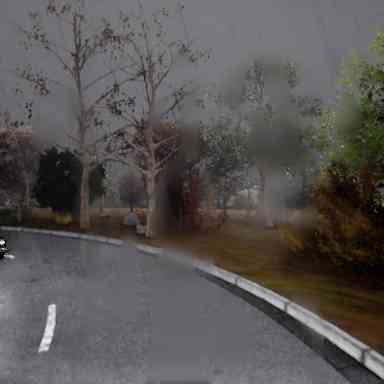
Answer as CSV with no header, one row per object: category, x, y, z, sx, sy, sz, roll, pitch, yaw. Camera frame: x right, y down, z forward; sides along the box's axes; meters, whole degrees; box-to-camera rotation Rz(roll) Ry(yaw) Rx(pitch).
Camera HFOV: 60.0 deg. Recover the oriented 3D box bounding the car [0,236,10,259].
car,-7.637,1.443,10.207,4.718,1.301,1.895,3,1,34
